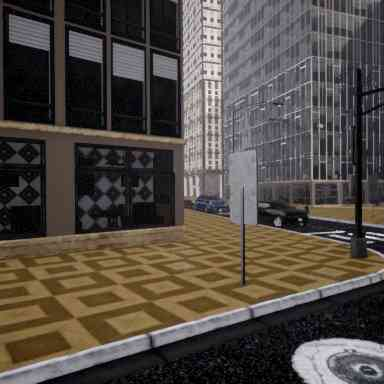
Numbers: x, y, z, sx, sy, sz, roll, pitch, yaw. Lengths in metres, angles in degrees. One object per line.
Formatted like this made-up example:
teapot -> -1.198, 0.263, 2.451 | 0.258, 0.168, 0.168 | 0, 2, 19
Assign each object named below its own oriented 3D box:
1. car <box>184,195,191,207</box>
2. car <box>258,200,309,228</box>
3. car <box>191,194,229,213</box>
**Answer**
car -> -1.320, 1.094, 41.339 | 1.994, 1.385, 4.181 | -1, 1, -18
car -> 5.381, 1.298, 21.446 | 1.882, 1.535, 5.008 | -1, 1, -20
car -> 1.841, 1.020, 31.888 | 2.097, 1.767, 4.553 | -1, 1, -19
